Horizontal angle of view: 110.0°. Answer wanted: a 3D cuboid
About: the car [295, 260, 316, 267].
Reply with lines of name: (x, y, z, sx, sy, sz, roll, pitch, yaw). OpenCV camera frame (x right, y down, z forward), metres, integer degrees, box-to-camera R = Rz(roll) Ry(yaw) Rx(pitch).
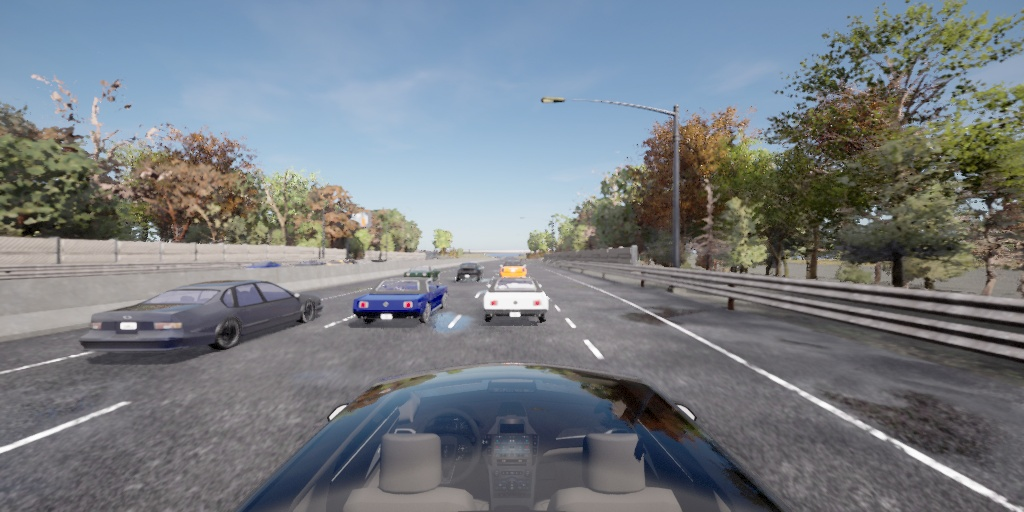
car: (-24.585, 1.301, 43.857, 2.128, 1.511, 4.902, 0, 0, 0)

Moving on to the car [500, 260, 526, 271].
car: (0.093, 1.133, 29.401, 2.097, 1.767, 4.553, 0, 0, 0)

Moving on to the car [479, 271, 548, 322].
car: (0.098, 1.360, 12.324, 1.895, 1.301, 4.718, 0, 0, 0)

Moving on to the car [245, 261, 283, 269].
car: (-28.089, 1.328, 40.799, 1.812, 1.442, 4.674, 0, 0, 0)

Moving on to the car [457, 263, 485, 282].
car: (-3.405, 1.287, 29.703, 1.837, 1.490, 4.892, 0, 0, 0)

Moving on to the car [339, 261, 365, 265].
car: (-17.598, 1.404, 41.354, 1.895, 1.301, 4.718, 0, 0, 0)

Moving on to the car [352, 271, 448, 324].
car: (-3.401, 1.359, 11.962, 1.895, 1.301, 4.718, 0, 0, 0)

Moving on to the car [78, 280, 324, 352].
car: (-6.903, 1.303, 8.948, 2.033, 1.411, 5.357, 0, 0, 0)

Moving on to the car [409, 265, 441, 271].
car: (-6.904, 1.381, 28.179, 1.895, 1.301, 4.718, 0, 0, 0)

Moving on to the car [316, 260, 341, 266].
car: (-21.089, 1.285, 43.419, 1.882, 1.535, 5.008, 0, 0, 0)
